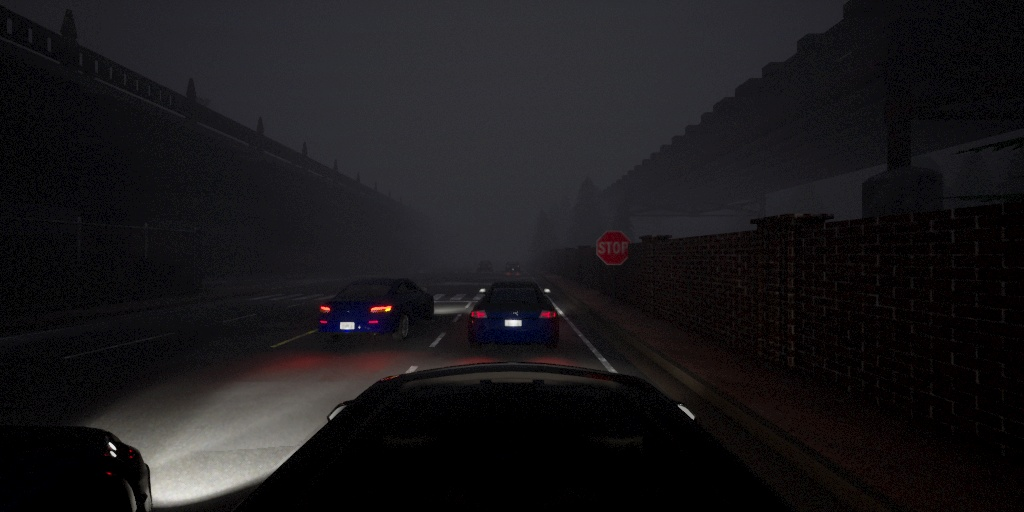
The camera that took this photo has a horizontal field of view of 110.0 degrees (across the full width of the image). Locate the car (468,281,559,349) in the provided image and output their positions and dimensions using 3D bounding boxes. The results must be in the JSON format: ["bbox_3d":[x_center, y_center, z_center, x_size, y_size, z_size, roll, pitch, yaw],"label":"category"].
[{"bbox_3d":[0.069,1.314,9.197,1.994,1.385,4.181,0,0,1],"label":"car"}]

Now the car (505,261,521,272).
[{"bbox_3d":[0.094,1.351,46.016,1.895,1.301,4.718,0,0,-1],"label":"car"}]

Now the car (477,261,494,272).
[{"bbox_3d":[-3.401,1.297,45.854,2.033,1.411,5.357,0,0,-1],"label":"car"}]

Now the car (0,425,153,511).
[{"bbox_3d":[-3.398,1.314,0.623,1.994,1.385,4.181,0,0,0],"label":"car"}]

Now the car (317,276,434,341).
[{"bbox_3d":[-3.413,1.276,9.719,1.812,1.442,4.674,0,0,0],"label":"car"}]
